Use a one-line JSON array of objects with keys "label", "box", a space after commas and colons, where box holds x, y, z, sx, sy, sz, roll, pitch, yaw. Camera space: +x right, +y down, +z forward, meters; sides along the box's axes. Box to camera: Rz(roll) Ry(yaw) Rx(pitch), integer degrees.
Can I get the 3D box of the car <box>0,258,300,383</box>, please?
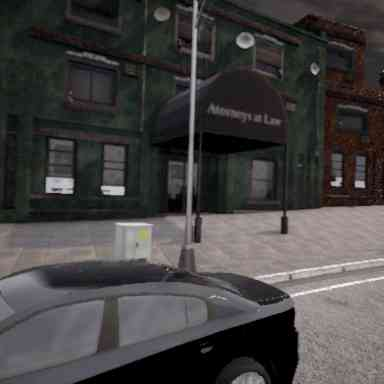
[{"label": "car", "box": [-1.241, 1.454, 3.035, 5.008, 1.535, 1.882, 0, 0, -30]}]
